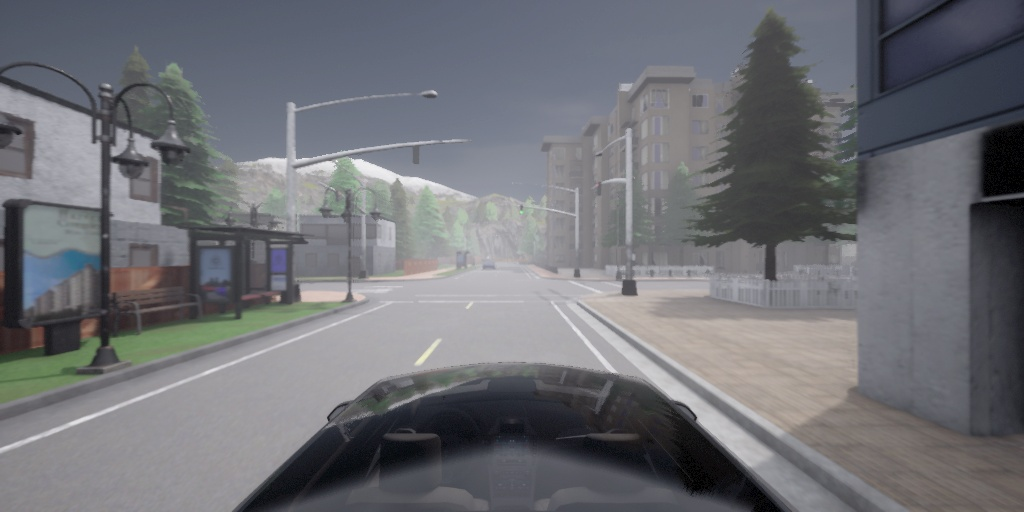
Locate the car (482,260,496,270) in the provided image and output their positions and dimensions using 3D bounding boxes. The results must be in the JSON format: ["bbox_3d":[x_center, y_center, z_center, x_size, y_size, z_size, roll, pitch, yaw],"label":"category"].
[{"bbox_3d":[-3.535,1.373,55.737,1.882,1.535,5.008,0,0,1],"label":"car"}]
